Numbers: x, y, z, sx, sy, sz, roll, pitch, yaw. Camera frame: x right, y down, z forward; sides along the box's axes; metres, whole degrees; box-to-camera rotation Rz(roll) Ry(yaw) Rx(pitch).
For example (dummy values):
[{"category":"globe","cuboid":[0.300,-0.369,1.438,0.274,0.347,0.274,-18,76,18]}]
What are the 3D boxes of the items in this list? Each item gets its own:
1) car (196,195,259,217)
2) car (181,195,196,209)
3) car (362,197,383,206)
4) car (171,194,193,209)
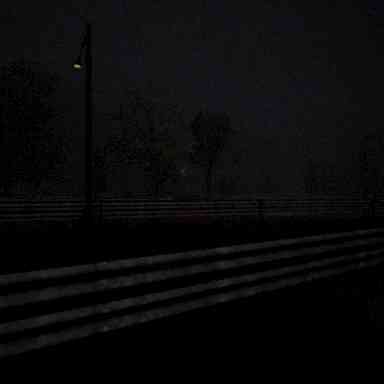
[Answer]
[{"category":"car","cuboid":[3.178,1.160,26.385,4.902,1.511,2.128,0,0,-22]},{"category":"car","cuboid":[1.718,1.195,29.572,4.674,1.442,1.812,0,0,-22]},{"category":"car","cuboid":[21.250,1.278,37.311,4.181,1.385,1.994,0,0,-21]},{"category":"car","cuboid":[0.220,1.021,32.748,4.553,1.767,2.097,0,0,-22]}]
